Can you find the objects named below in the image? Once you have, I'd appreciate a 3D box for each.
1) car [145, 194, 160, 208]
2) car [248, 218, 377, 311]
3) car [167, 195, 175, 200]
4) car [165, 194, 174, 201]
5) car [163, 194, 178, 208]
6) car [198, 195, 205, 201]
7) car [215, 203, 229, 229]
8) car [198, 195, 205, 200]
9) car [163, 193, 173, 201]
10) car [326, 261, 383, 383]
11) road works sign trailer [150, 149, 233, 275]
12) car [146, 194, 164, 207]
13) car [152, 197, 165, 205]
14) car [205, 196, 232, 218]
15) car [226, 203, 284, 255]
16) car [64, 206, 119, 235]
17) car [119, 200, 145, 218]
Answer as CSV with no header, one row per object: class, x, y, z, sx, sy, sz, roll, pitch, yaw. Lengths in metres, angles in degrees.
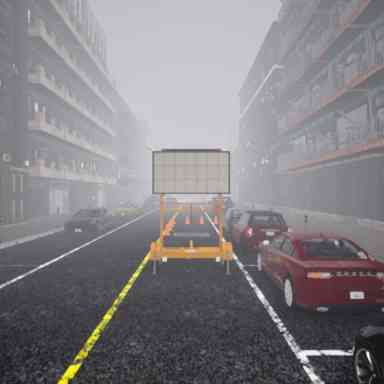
car,-5.779,1.421,47.072,1.967,1.590,4.097,0,0,0
car,2.677,1.543,7.629,1.887,1.381,4.507,0,0,0
car,-5.864,1.495,92.163,1.887,1.381,4.507,0,0,0
car,-5.853,1.395,86.526,1.967,1.590,4.097,0,0,0
car,-3.094,1.458,49.020,1.882,1.535,5.008,0,0,0
car,2.537,1.484,81.072,1.752,1.417,4.829,0,0,0
car,2.656,1.546,18.901,2.008,1.369,4.403,0,0,0
car,2.516,1.495,92.174,1.887,1.381,4.507,0,0,0
car,-5.842,1.274,80.890,2.192,1.841,5.009,0,0,0
car,2.687,1.566,1.992,1.947,1.339,4.313,0,0,0
road works sign trailer,-0.020,0.462,10.393,2.380,3.560,2.880,0,0,0
car,-5.788,1.293,52.708,2.192,1.841,5.009,0,0,0
car,-5.801,1.557,58.345,1.802,1.307,4.206,0,0,0
car,2.635,1.306,30.174,2.192,1.841,5.009,0,0,0
car,2.666,1.437,13.266,1.967,1.590,4.097,0,0,0
car,-5.725,1.561,18.888,1.947,1.339,4.313,0,0,0
car,-5.746,1.516,29.992,1.752,1.417,4.829,0,0,0
